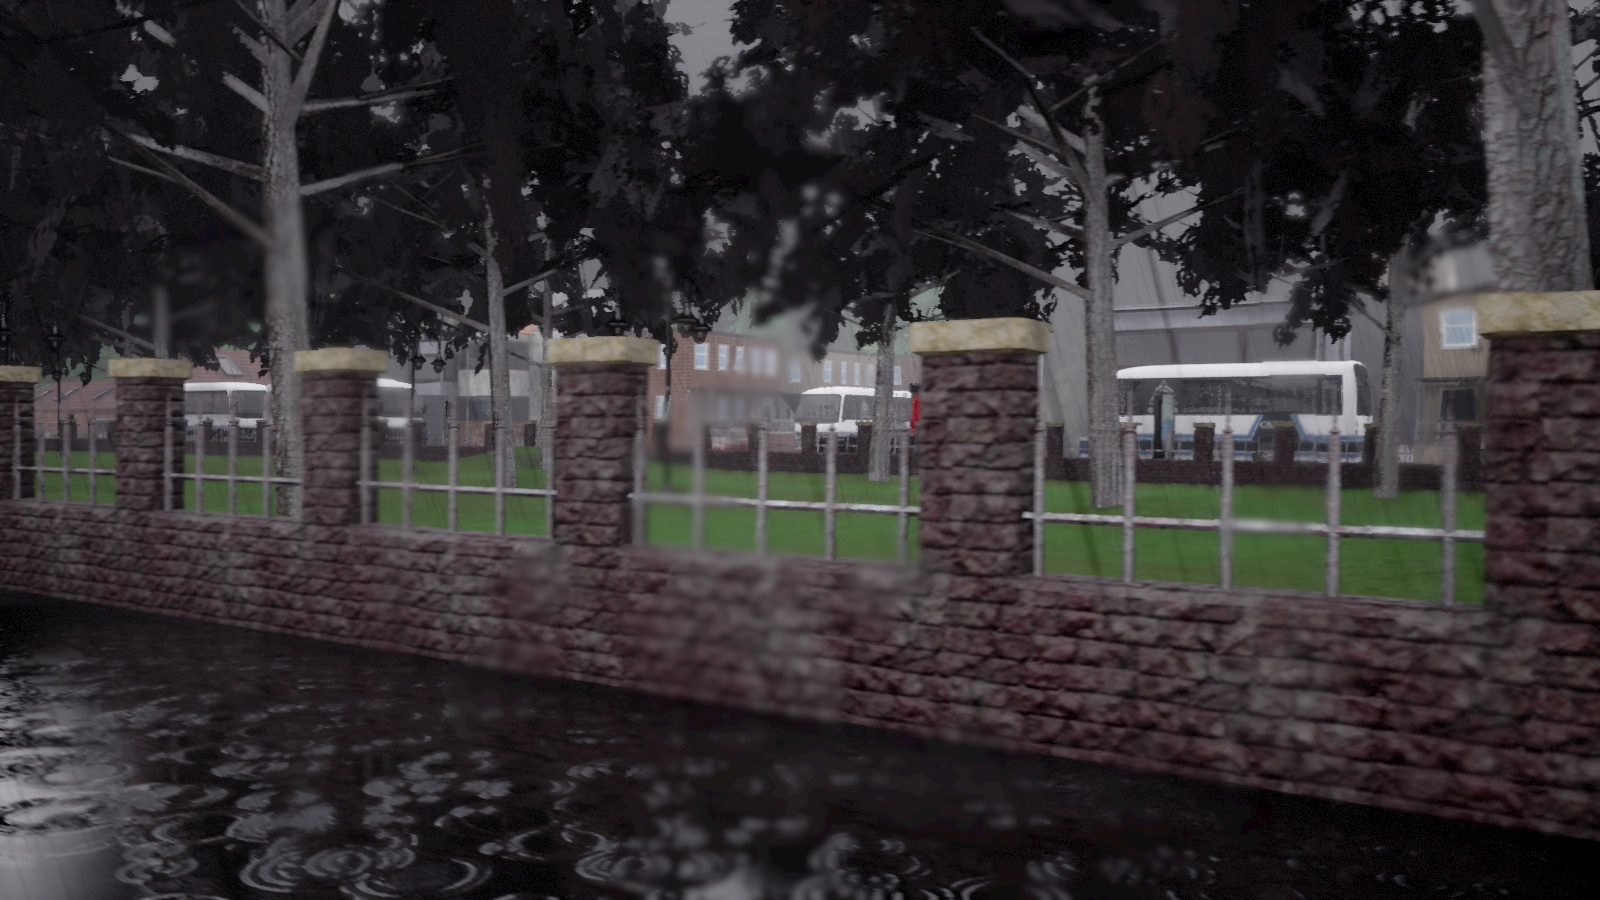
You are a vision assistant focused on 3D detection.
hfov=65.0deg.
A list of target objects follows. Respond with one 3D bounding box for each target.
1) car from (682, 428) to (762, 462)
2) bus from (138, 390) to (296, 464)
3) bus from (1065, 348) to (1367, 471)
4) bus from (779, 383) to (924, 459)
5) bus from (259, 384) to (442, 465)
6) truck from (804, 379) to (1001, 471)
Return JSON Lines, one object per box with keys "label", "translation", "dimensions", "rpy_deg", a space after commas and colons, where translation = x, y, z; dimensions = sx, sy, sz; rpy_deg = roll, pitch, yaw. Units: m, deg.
{"label": "car", "translation": [-3.906, -0.261, 63.951], "dimensions": [2.242, 1.667, 4.611], "rpy_deg": [0, 1, 22]}
{"label": "bus", "translation": [-35.876, -1.373, 77.130], "dimensions": [10.273, 4.253, 3.944], "rpy_deg": [0, 1, 34]}
{"label": "bus", "translation": [15.767, -1.444, 48.065], "dimensions": [10.273, 4.253, 3.944], "rpy_deg": [0, 1, 35]}
{"label": "bus", "translation": [3.269, -1.709, 75.757], "dimensions": [3.944, 4.253, 10.273], "rpy_deg": [0, 1, 34]}
{"label": "bus", "translation": [-25.244, -1.376, 70.318], "dimensions": [10.273, 4.253, 3.944], "rpy_deg": [0, 1, 30]}
{"label": "truck", "translation": [4.065, -0.989, 51.418], "dimensions": [7.936, 3.462, 2.891], "rpy_deg": [0, 1, 44]}
